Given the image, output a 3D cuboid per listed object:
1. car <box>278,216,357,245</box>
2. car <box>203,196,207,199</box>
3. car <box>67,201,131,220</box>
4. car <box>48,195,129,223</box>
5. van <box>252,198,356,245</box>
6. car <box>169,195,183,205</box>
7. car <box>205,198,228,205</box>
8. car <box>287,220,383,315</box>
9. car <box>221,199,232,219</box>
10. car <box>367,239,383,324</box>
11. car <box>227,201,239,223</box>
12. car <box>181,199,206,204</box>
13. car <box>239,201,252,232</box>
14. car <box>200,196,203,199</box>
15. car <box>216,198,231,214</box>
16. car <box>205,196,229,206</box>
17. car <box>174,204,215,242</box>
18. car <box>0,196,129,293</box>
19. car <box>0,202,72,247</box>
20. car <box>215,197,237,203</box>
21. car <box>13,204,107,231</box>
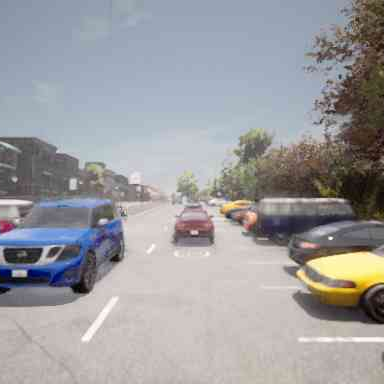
[{"bbox_3d":[5.081,1.535,9.349,4.674,1.452,2.002,0,0,0],"label":"car"},{"bbox_3d":[5.171,1.940,63.257,5.008,1.535,2.097,0,-1,0],"label":"car"},{"bbox_3d":[-7.983,1.571,28.884,4.892,1.521,2.231,0,0,0],"label":"car"},{"bbox_3d":[-7.953,1.299,26.085,5.566,2.045,2.435,0,0,0],"label":"car"},{"bbox_3d":[5.201,1.278,14.922,4.442,1.987,1.878,0,0,0],"label":"van"},{"bbox_3d":[-3.154,1.764,71.816,2.150,2.045,5.566,0,-1,0],"label":"car"},{"bbox_3d":[5.174,2.053,69.806,4.674,1.452,2.002,0,-1,0],"label":"car"},{"bbox_3d":[4.897,1.488,6.564,5.366,1.575,1.946,0,0,0],"label":"car"},{"bbox_3d":[5.103,1.549,26.057,5.008,1.535,2.097,0,0,0],"label":"car"},{"bbox_3d":[5.078,1.486,3.778,5.008,1.535,2.097,0,0,0],"label":"car"},{"bbox_3d":[5.096,1.574,23.270,4.674,1.452,2.002,0,0,0],"label":"car"},{"bbox_3d":[0.124,1.644,32.279,1.812,1.442,4.674,0,-1,0],"label":"car"},{"bbox_3d":[5.056,1.386,17.702,4.553,1.767,2.185,0,0,0],"label":"car"},{"bbox_3d":[5.251,2.161,94.142,4.553,1.767,2.185,0,-1,0],"label":"car"},{"bbox_3d":[5.102,1.591,31.625,5.008,1.535,2.097,0,-1,0],"label":"car"},{"bbox_3d":[5.157,1.945,60.108,4.674,1.452,2.002,0,-1,0],"label":"car"},{"bbox_3d":[0.102,1.554,16.335,1.812,1.442,4.674,0,0,0],"label":"car"},{"bbox_3d":[-3.351,1.236,9.227,2.150,2.045,5.566,0,0,0],"label":"car"},{"bbox_3d":[-8.027,1.379,14.873,4.553,1.767,2.185,0,0,0],"label":"car"},{"bbox_3d":[8.349,1.970,81.814,4.902,1.511,2.128,0,-3,-11],"label":"car"},{"bbox_3d":[-7.984,1.521,20.479,4.892,1.521,2.231,0,0,0],"label":"car"}]
